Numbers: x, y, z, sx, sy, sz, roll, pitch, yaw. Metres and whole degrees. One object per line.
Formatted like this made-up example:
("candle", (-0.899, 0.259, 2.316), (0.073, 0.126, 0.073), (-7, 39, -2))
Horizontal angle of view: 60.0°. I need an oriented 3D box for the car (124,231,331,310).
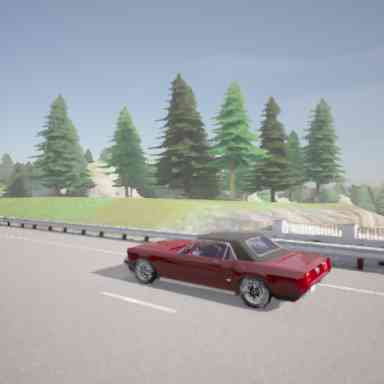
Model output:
("car", (0.596, 1.602, 7.864), (4.718, 1.301, 1.895), (0, 0, 35))
